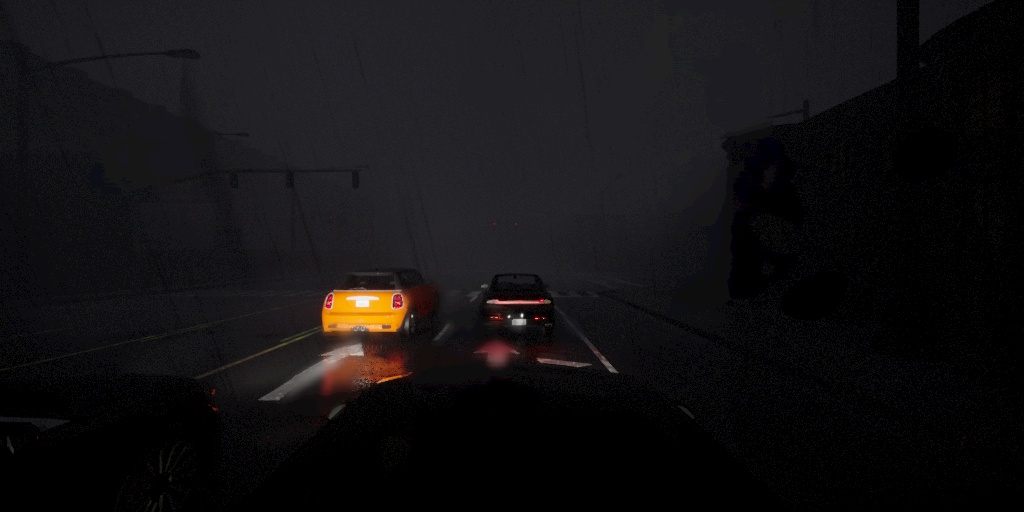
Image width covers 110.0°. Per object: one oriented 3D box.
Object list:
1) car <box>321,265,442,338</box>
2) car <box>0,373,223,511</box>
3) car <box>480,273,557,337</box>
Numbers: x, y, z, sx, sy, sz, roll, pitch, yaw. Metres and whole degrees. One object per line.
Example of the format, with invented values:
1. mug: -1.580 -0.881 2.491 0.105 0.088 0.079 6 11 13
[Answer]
1. car: -3.405 1.102 10.286 2.097 1.767 4.553 0 0 0
2. car: -3.399 1.242 1.079 2.128 1.511 4.902 0 0 0
3. car: 0.104 1.242 10.332 2.128 1.511 4.902 0 0 -1
